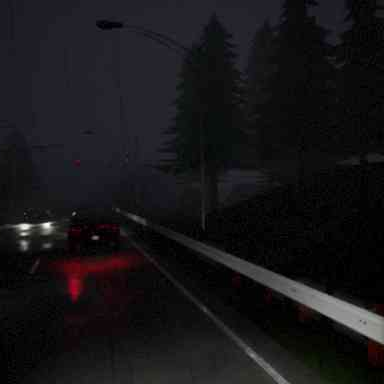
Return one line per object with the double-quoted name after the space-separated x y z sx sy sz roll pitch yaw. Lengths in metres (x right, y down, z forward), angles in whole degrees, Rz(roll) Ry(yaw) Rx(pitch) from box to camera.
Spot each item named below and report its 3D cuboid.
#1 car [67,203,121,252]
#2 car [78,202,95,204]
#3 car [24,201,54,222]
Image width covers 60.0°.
-4.183 1.465 14.054 1.882 1.535 5.008 -1 0 -19 "car"
-7.520 1.488 23.915 1.837 1.490 4.892 -1 0 -19 "car"
-12.498 1.529 27.345 1.882 1.535 5.008 -1 0 -18 "car"
